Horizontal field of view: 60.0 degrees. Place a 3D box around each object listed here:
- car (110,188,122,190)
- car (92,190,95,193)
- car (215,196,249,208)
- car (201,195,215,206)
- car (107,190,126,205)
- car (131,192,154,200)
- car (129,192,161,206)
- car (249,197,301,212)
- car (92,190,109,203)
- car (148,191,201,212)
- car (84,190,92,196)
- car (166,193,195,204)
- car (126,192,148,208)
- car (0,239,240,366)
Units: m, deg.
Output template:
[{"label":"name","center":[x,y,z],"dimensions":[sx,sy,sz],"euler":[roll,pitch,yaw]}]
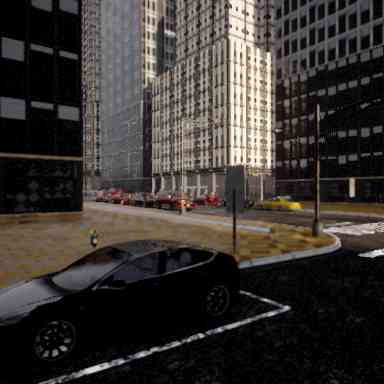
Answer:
[{"label":"car","center":[-14.913,0.183,64.098],"dimensions":[2.192,1.841,5.009],"euler":[1,0,-36]},{"label":"car","center":[-18.334,0.286,68.774],"dimensions":[1.752,1.417,4.829],"euler":[1,0,-36]},{"label":"car","center":[4.977,1.063,36.878],"dimensions":[1.947,1.339,4.313],"euler":[1,0,-36]},{"label":"car","center":[1.661,0.974,41.414],"dimensions":[1.802,1.307,4.206],"euler":[1,0,-36]},{"label":"car","center":[-8.414,0.859,40.999],"dimensions":[1.887,1.381,4.507],"euler":[1,0,-36]},{"label":"car","center":[-8.287,0.643,55.026],"dimensions":[1.947,1.339,4.313],"euler":[1,0,-36]},{"label":"car","center":[-6.078,0.791,42.187],"dimensions":[1.882,1.535,5.008],"euler":[0,1,-36]},{"label":"car","center":[8.262,1.124,32.532],"dimensions":[1.752,1.417,4.829],"euler":[1,0,-36]},{"label":"car","center":[-11.731,0.791,45.536],"dimensions":[1.802,1.307,4.206],"euler":[1,0,-36]},{"label":"car","center":[-1.778,0.839,31.925],"dimensions":[2.192,1.841,5.009],"euler":[1,0,-36]},{"label":"car","center":[-21.550,0.210,73.174],"dimensions":[2.008,1.369,4.403],"euler":[1,0,-36]},{"label":"car","center":[-1.656,0.853,45.951],"dimensions":[1.947,1.339,4.313],"euler":[1,0,-36]},{"label":"car","center":[-5.100,0.985,36.463],"dimensions":[1.947,1.339,4.313],"euler":[1,0,-36]},{"label":"car","center":[-1.057,1.565,5.808],"dimensions":[4.313,1.339,1.947],"euler":[0,0,-36]}]
